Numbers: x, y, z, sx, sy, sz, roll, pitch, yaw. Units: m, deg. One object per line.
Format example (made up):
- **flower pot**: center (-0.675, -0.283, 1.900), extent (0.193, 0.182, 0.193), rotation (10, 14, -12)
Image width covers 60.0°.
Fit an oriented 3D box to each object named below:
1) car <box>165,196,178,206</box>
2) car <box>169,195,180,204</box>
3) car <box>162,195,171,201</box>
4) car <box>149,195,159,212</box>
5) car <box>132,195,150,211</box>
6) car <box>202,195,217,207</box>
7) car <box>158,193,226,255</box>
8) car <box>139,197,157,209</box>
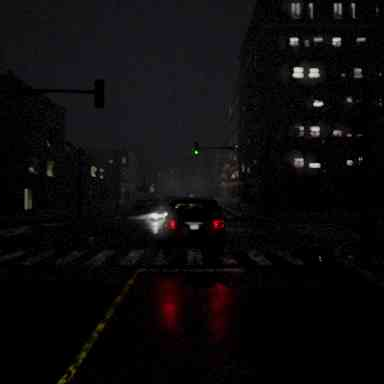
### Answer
- **car**: center (-3.195, 1.380, 52.732), extent (1.837, 1.490, 4.892), rotation (0, 0, 0)
- **car**: center (-3.202, 1.377, 62.500), extent (1.812, 1.442, 4.674), rotation (0, 1, 0)
- **car**: center (-5.886, 1.395, 78.440), extent (1.802, 1.307, 4.206), rotation (1, 0, 0)
- **car**: center (-3.187, 1.402, 37.060), extent (2.128, 1.511, 4.902), rotation (0, 0, 0)
- **car**: center (-5.855, 1.452, 38.638), extent (1.887, 1.381, 4.507), rotation (1, 0, 0)
- **car**: center (2.573, 1.320, 50.090), extent (1.967, 1.590, 4.097), rotation (1, 0, 0)
- **car**: center (0.069, 1.191, 13.241), extent (2.150, 2.045, 5.566), rotation (0, 0, 0)
- **car**: center (-5.794, 1.438, 44.320), extent (1.887, 1.381, 4.507), rotation (1, 0, 0)
